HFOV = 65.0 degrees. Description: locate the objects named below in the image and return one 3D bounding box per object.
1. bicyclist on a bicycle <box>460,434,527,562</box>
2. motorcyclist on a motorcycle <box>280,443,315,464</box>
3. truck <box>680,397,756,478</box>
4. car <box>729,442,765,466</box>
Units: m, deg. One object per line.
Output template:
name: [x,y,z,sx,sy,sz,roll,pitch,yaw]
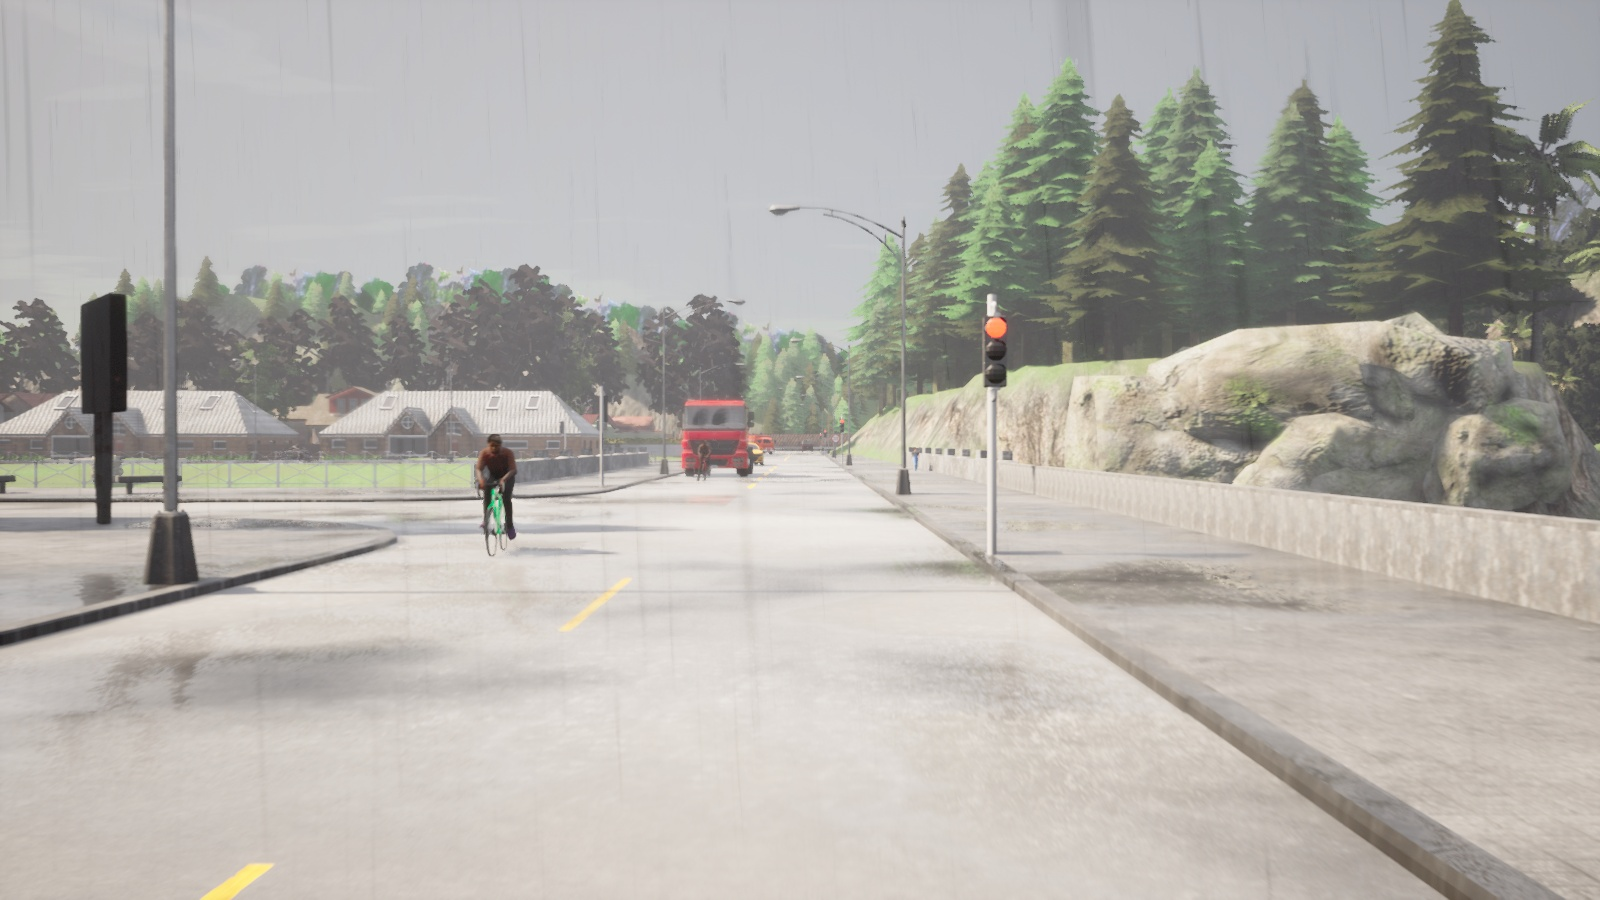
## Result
bicyclist on a bicycle: [-4.068,0.602,16.749,0.582,1.620,1.656,0,1,-4]
motorcyclist on a motorcycle: [-36.543,0.238,91.287,2.191,1.530,0.866,0,0,0]
truck: [-3.650,-0.562,57.670,2.891,3.462,7.936,0,0,0]
car: [-3.528,0.254,82.943,1.882,1.535,5.008,0,0,-8]
